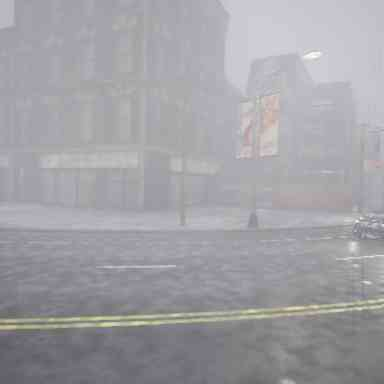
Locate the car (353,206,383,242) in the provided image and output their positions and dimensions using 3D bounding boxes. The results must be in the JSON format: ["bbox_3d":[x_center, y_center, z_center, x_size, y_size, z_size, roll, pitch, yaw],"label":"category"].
[{"bbox_3d":[9.322,1.263,14.724,4.553,1.767,2.097,1,1,-29],"label":"car"}]
